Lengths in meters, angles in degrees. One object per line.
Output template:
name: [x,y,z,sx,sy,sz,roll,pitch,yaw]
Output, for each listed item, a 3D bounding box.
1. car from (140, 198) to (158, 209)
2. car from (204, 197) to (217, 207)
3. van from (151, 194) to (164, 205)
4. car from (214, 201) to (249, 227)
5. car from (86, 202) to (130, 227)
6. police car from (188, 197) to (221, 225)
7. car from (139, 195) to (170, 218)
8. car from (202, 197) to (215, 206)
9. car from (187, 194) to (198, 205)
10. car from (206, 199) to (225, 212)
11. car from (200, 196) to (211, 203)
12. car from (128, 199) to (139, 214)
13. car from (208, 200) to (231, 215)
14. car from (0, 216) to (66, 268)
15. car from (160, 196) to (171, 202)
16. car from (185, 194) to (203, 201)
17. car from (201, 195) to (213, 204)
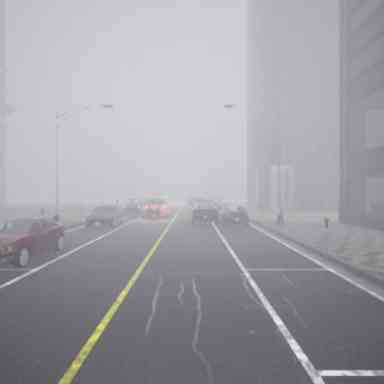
car: [-5.791,1.542,45.100,1.947,1.339,4.313,0,0,0]
car: [2.730,1.496,50.916,1.752,1.417,4.829,0,0,0]
van: [-5.798,1.305,56.381,1.690,1.788,3.998,0,0,0]
car: [2.747,1.537,22.543,1.887,1.381,4.507,0,0,0]
car: [-5.779,1.558,22.535,1.947,1.339,4.313,0,0,0]
police car: [0.873,1.418,24.387,1.930,1.638,5.238,0,0,0]
car: [-3.114,1.340,29.440,2.097,1.767,4.553,0,0,0]
car: [2.728,1.515,56.387,2.008,1.369,4.403,0,0,0]
car: [0.725,1.332,40.248,2.097,1.767,4.553,0,0,0]
car: [2.737,1.547,39.465,1.947,1.339,4.313,0,0,0]
car: [2.721,1.500,67.669,2.008,1.369,4.403,0,0,0]
car: [-5.785,1.425,33.817,1.967,1.590,4.097,0,0,0]
car: [2.740,1.536,33.824,2.008,1.369,4.403,0,0,0]
car: [-5.772,1.541,11.254,1.887,1.381,4.507,0,0,0]
car: [-5.808,1.493,73.304,2.008,1.369,4.403,0,0,0]
car: [0.520,1.227,80.823,1.882,1.535,5.008,0,0,32]
car: [2.724,1.397,62.029,1.967,1.590,4.097,0,0,0]
